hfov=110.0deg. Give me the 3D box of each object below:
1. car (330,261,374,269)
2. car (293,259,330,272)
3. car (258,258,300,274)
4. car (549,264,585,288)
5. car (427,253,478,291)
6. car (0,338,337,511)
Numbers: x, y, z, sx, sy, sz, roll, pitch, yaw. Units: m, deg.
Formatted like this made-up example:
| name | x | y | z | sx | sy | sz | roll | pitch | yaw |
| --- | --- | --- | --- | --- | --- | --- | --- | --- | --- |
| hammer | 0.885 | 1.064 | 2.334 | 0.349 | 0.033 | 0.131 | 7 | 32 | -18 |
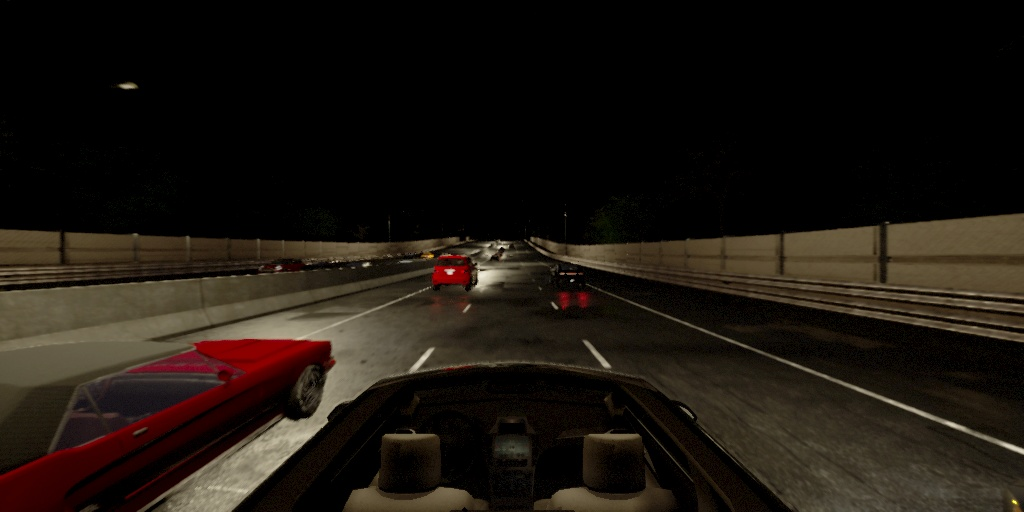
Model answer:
| name | x | y | z | sx | sy | sz | roll | pitch | yaw |
| --- | --- | --- | --- | --- | --- | --- | --- | --- | --- |
| car | -14.091 | 1.200 | 32.812 | 2.033 | 1.411 | 5.357 | 0 | 1 | 0 |
| car | -17.587 | 1.215 | 32.881 | 1.994 | 1.385 | 4.181 | 0 | 1 | 0 |
| car | -21.084 | 0.998 | 33.110 | 2.097 | 1.767 | 4.553 | 0 | 1 | 0 |
| car | 3.594 | 1.249 | 23.824 | 2.128 | 1.511 | 4.902 | 0 | 1 | 0 |
| car | -3.405 | 0.992 | 22.309 | 2.150 | 2.045 | 5.566 | 0 | 1 | 0 |
| car | -3.400 | 1.359 | 2.938 | 1.895 | 1.301 | 4.718 | 0 | 0 | 0 |
